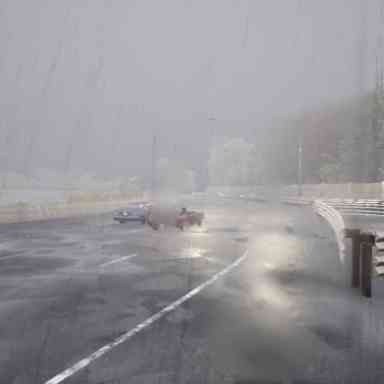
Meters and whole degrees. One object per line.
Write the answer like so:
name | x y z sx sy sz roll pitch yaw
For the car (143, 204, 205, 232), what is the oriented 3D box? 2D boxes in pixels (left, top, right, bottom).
car | -0.733 1.469 19.291 1.895 1.301 4.718 1 0 20

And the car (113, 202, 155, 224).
car | -3.288 1.376 22.630 2.033 1.411 5.357 1 0 18
